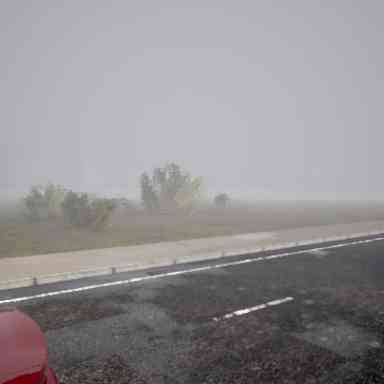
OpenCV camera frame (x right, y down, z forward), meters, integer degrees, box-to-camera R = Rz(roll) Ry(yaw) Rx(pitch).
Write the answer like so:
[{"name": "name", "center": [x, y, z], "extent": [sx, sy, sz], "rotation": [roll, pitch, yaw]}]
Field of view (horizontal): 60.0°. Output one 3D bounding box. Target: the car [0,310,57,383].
[{"name": "car", "center": [-3.236, 1.477, 1.378], "extent": [5.008, 1.535, 1.882], "rotation": [0, 0, -35]}]
